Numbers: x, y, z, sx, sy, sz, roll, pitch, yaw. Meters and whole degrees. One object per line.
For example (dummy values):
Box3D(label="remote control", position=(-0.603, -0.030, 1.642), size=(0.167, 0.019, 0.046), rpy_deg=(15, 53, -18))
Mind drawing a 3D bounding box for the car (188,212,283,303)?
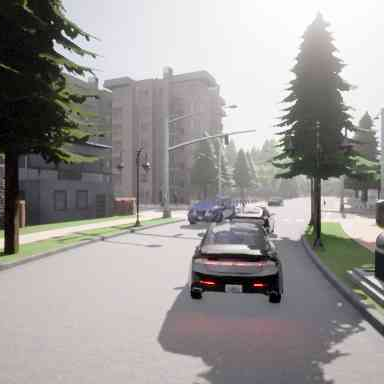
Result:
Box3D(label="car", position=(1.104, 1.492, 8.277), size=(2.128, 1.511, 4.902), rpy_deg=(0, 0, 9))

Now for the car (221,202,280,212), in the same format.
Box3D(label="car", position=(3.230, 1.492, 17.384), size=(2.128, 1.511, 4.902), rpy_deg=(0, 0, 18))

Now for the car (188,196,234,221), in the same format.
Box3D(label="car", position=(1.595, 1.327, 24.023), size=(2.150, 2.045, 5.566), rpy_deg=(0, 0, 23))

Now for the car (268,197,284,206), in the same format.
Box3D(label="car", position=(13.155, 1.512, 52.218), size=(1.882, 1.535, 5.008), rpy_deg=(0, 0, 24))
